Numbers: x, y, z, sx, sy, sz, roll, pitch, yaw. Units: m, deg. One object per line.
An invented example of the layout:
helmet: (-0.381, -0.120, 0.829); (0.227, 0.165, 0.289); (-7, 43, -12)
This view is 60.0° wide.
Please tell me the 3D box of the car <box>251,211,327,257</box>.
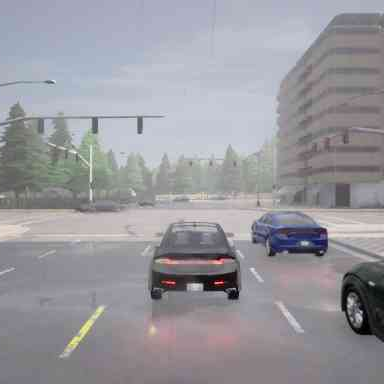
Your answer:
car: (3.586, 1.478, 13.028); (1.882, 1.535, 5.008); (0, 0, 0)

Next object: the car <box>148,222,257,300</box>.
car: (0.067, 1.492, 8.383); (2.128, 1.511, 4.902); (0, 0, 0)

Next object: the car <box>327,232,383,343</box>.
car: (3.600, 1.352, 3.877); (2.097, 1.767, 4.553); (0, 0, 0)

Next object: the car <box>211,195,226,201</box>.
car: (6.707, 1.516, 83.292); (4.674, 1.442, 1.812); (0, 0, -45)

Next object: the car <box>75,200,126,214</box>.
car: (-9.990, 1.600, 36.723); (5.357, 1.411, 2.033); (0, 0, -44)

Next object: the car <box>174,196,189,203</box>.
car: (-2.212, 1.524, 71.322); (1.812, 1.442, 4.674); (0, 0, 27)

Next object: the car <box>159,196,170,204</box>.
car: (-5.559, 1.526, 61.530); (1.812, 1.442, 4.674); (0, 0, 14)

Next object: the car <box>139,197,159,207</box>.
car: (-6.792, 1.564, 50.716); (1.994, 1.385, 4.181); (0, 0, 3)
